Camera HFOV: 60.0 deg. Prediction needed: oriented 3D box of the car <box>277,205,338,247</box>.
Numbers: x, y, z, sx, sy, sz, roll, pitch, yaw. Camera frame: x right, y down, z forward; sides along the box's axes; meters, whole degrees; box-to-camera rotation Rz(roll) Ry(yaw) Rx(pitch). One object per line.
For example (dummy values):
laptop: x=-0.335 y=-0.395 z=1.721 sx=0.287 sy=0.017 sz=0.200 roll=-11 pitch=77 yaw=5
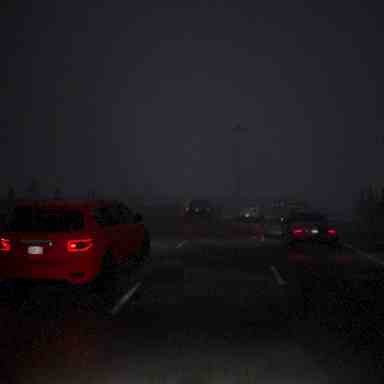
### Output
car: x=5.165 y=1.565 z=15.119 sx=2.033 sy=1.411 sz=5.357 roll=0 pitch=0 yaw=11

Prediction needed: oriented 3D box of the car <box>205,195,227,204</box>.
car: x=4.682 y=1.417 z=64.439 sx=2.097 sy=1.767 sz=4.553 roll=0 pitch=0 yaw=37

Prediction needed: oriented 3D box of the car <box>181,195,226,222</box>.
car: x=1.011 y=1.379 z=26.814 sx=2.097 sy=1.767 sz=4.553 roll=0 pitch=0 yaw=17

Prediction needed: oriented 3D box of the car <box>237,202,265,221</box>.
car: x=4.966 y=1.555 z=27.684 sx=1.812 sy=1.442 sz=4.674 roll=0 pitch=0 yaw=18

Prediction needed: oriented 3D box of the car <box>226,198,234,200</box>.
car: x=5.432 y=1.602 z=53.258 sx=2.033 sy=1.411 sz=5.357 roll=0 pitch=0 yaw=32

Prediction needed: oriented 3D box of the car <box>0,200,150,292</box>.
car: x=-2.754 y=1.229 z=9.151 sx=2.150 sy=2.045 sz=5.566 roll=0 pitch=0 yaw=6

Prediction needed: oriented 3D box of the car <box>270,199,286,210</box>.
car: x=11.625 y=1.594 z=42.874 sx=2.033 sy=1.411 sz=5.357 roll=0 pitch=0 yaw=29

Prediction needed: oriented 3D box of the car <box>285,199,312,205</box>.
car: x=10.867 y=1.542 z=33.375 sx=1.837 sy=1.490 sz=4.892 roll=0 pitch=0 yaw=23

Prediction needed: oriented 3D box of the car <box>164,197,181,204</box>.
car: x=-2.094 y=1.522 z=47.207 sx=1.882 sy=1.535 sz=5.008 roll=0 pitch=0 yaw=28
